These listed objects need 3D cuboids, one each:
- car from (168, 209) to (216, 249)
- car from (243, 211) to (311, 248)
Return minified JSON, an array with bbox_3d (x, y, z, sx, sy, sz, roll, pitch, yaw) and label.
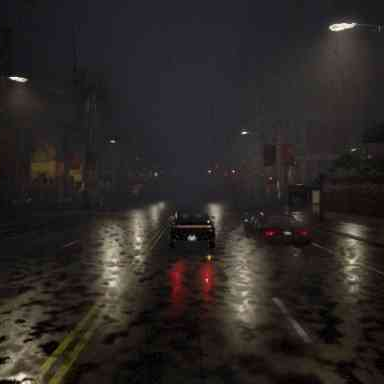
[{"bbox_3d":[0.000,1.493,14.629,2.128,1.511,4.902,0,0,0],"label":"car"},{"bbox_3d":[3.500,1.561,14.629,2.033,1.411,5.357,0,0,0],"label":"car"}]
